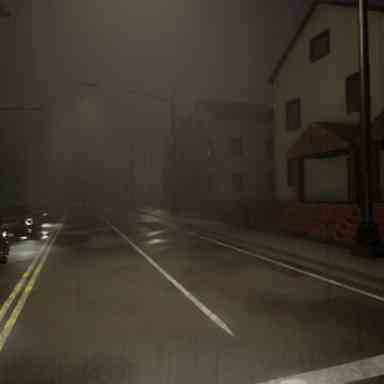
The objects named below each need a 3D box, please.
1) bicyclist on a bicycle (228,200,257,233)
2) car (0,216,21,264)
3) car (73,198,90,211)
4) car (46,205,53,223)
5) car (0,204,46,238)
[{"bbox_3d":[2.558,1.222,16.785,1.656,1.620,0.582,-1,0,-19],"label":"bicyclist on a bicycle"},{"bbox_3d":[-6.544,1.683,9.513,2.033,1.411,5.357,-1,0,-19],"label":"car"},{"bbox_3d":[-15.422,1.641,46.345,2.097,1.767,4.553,-1,0,-21],"label":"car"},{"bbox_3d":[-12.840,1.779,27.815,1.812,1.442,4.674,-1,0,-19],"label":"car"},{"bbox_3d":[-9.634,1.546,18.460,2.097,1.767,4.553,-1,0,-19],"label":"car"}]
